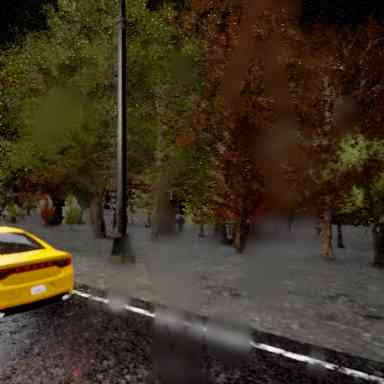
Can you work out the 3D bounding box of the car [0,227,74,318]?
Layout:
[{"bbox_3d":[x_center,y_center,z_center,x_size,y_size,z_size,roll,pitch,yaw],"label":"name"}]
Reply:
[{"bbox_3d":[-4.563,1.465,6.972,5.008,1.535,1.882,0,0,36],"label":"car"}]
